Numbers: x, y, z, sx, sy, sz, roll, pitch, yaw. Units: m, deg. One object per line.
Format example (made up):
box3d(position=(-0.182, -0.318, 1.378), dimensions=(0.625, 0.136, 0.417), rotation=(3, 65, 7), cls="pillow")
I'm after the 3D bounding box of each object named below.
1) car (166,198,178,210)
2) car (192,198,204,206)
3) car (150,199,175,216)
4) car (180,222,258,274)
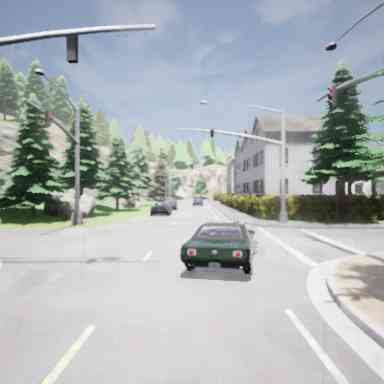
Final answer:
box3d(position=(-2.875, 1.580, 43.724), dimensions=(2.128, 1.511, 4.902), rotation=(0, 0, 1), cls="car")
box3d(position=(1.038, 1.668, 57.658), dimensions=(2.033, 1.411, 5.357), rotation=(0, 0, 1), cls="car")
box3d(position=(-3.059, 1.668, 33.534), dimensions=(1.895, 1.301, 4.718), rotation=(0, 0, 1), cls="car")
box3d(position=(1.089, 1.632, 10.804), dimensions=(1.895, 1.301, 4.718), rotation=(0, 0, 13), cls="car")
